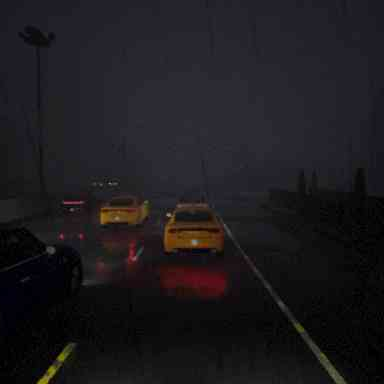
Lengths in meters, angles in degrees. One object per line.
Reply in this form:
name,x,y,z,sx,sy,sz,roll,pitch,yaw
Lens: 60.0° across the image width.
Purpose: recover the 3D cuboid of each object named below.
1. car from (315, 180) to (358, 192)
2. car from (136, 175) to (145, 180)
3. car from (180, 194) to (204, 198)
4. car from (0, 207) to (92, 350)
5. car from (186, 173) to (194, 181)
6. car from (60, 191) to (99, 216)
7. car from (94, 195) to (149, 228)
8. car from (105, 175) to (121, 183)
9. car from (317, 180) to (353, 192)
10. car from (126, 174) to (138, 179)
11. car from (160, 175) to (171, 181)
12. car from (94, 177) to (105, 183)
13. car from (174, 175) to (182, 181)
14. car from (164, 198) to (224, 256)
car,19.597,-0.835,45.242,4.902,1.511,2.128,0,4,2
car,-14.483,-4.066,93.886,1.895,1.301,4.718,0,4,0
car,0.014,0.780,21.842,1.895,1.301,4.718,0,4,0
car,-3.414,1.318,5.393,2.097,1.767,4.553,0,1,0
car,-0.463,-3.690,90.147,2.033,1.411,5.357,0,4,0
car,-6.988,0.674,21.722,2.128,1.511,4.902,0,4,0
car,-3.468,0.908,17.805,1.882,1.535,5.008,0,4,0
car,-17.894,-2.877,77.500,2.128,1.511,4.902,0,4,0
car,18.568,-0.627,41.779,5.008,1.535,1.882,0,4,2
car,-14.394,-3.176,77.470,2.150,2.045,5.566,0,4,0
car,-7.462,-3.702,90.108,2.128,1.511,4.902,0,4,0
car,-21.393,-2.804,77.455,1.895,1.301,4.718,0,4,0
car,-3.963,-3.753,90.124,1.882,1.535,5.008,0,4,0
car,0.060,1.230,12.183,1.882,1.535,5.008,0,2,0
